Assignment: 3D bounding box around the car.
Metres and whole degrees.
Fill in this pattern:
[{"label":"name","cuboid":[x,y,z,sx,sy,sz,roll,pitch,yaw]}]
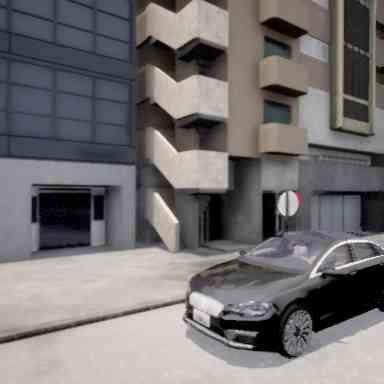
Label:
[{"label":"car","cuboid":[2.131,1.523,6.116,4.902,1.511,2.128,0,0,-35]}]
